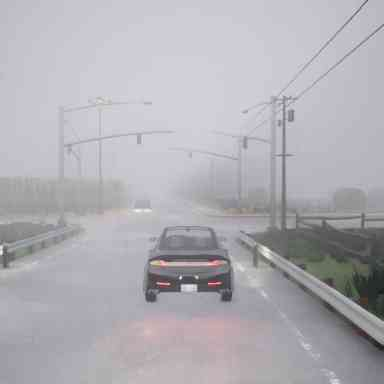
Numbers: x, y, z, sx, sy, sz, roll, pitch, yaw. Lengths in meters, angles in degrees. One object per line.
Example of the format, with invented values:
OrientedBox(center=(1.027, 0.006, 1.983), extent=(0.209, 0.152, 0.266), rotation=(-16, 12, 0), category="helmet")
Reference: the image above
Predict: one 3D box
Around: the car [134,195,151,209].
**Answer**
OrientedBox(center=(-6.403, 1.470, 43.465), extent=(1.994, 1.385, 4.181), rotation=(0, 1, -7), category="car")

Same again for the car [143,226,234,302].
OrientedBox(center=(-0.097, 1.614, 8.519), extent=(2.128, 1.511, 4.902), rotation=(0, -2, -1), category="car")

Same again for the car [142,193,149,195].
OrientedBox(center=(-7.730, 1.245, 54.049), extent=(1.812, 1.442, 4.674), rotation=(0, 1, -7), category="car")

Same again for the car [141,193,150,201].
OrientedBox(center=(-9.541, 0.964, 68.822), extent=(1.837, 1.490, 4.892), rotation=(0, 1, -7), category="car")
